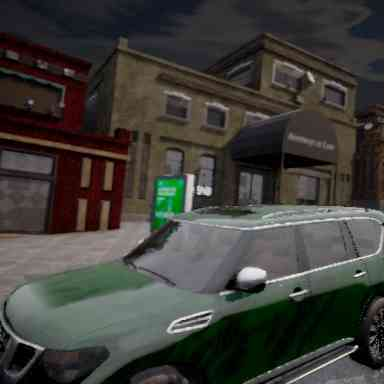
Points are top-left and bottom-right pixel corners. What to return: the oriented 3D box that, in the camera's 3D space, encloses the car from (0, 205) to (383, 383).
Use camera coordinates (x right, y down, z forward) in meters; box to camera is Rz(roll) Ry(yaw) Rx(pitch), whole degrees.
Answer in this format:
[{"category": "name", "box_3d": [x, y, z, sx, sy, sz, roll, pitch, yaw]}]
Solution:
[{"category": "car", "box_3d": [0.584, 1.225, 4.268, 5.566, 2.045, 2.150, 0, 0, -34]}]
